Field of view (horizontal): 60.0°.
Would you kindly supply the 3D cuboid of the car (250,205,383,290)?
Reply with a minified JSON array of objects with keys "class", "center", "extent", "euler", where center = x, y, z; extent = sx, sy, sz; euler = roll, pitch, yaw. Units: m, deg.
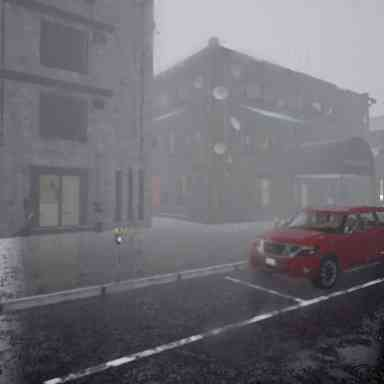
[{"class":"car","center":[3.915,1.337,9.340],"extent":[5.009,1.841,2.192],"euler":[0,0,-35]}]
